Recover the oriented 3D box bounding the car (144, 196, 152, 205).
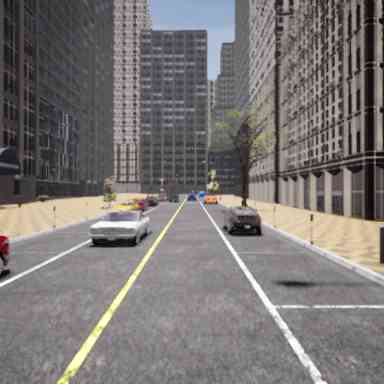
[{"bbox_3d":[-5.685,1.315,35.233,1.887,1.381,4.507,1,0,0],"label":"car"}]

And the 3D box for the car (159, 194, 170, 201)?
[{"bbox_3d":[-5.688,1.124,69.089,1.802,1.307,4.206,1,0,0],"label":"car"}]

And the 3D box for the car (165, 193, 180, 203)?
[{"bbox_3d":[-3.065,1.133,56.336,1.837,1.490,4.892,0,0,0],"label":"car"}]

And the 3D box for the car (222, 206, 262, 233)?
[{"bbox_3d":[2.697,1.432,18.317,2.008,1.369,4.403,1,0,0],"label":"car"}]

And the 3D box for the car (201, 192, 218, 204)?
[{"bbox_3d":[2.996,0.998,53.748,2.097,1.767,4.553,0,0,0],"label":"car"}]

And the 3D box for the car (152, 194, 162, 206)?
[{"bbox_3d":[-5.686,1.261,46.518,1.947,1.339,4.313,1,0,0],"label":"car"}]

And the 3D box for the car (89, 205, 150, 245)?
[{"bbox_3d":[-3.102,1.503,15.045,1.895,1.301,4.718,0,0,0],"label":"car"}]

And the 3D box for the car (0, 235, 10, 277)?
[{"bbox_3d":[-5.683,1.499,7.020,1.887,1.381,4.507,1,0,0],"label":"car"}]

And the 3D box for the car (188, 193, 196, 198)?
[{"bbox_3d":[-0.007,0.983,87.155,1.895,1.301,4.718,0,0,0],"label":"car"}]

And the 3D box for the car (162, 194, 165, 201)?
[{"bbox_3d":[-5.686,1.021,63.446,1.967,1.590,4.097,1,0,0],"label":"car"}]

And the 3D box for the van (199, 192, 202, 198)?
[{"bbox_3d":[2.694,0.768,86.010,1.690,1.788,3.998,1,0,0],"label":"van"}]

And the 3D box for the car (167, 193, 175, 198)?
[{"bbox_3d":[-5.690,0.954,91.659,1.947,1.339,4.313,1,0,0],"label":"car"}]

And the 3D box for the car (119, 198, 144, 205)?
[{"bbox_3d":[-5.684,1.333,29.421,1.752,1.417,4.829,1,0,0],"label":"car"}]

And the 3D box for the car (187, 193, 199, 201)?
[{"bbox_3d":[-0.006,1.081,67.062,1.812,1.442,4.674,0,0,0],"label":"car"}]

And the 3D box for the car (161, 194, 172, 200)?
[{"bbox_3d":[-5.689,1.070,74.731,1.947,1.339,4.313,1,0,0],"label":"car"}]
